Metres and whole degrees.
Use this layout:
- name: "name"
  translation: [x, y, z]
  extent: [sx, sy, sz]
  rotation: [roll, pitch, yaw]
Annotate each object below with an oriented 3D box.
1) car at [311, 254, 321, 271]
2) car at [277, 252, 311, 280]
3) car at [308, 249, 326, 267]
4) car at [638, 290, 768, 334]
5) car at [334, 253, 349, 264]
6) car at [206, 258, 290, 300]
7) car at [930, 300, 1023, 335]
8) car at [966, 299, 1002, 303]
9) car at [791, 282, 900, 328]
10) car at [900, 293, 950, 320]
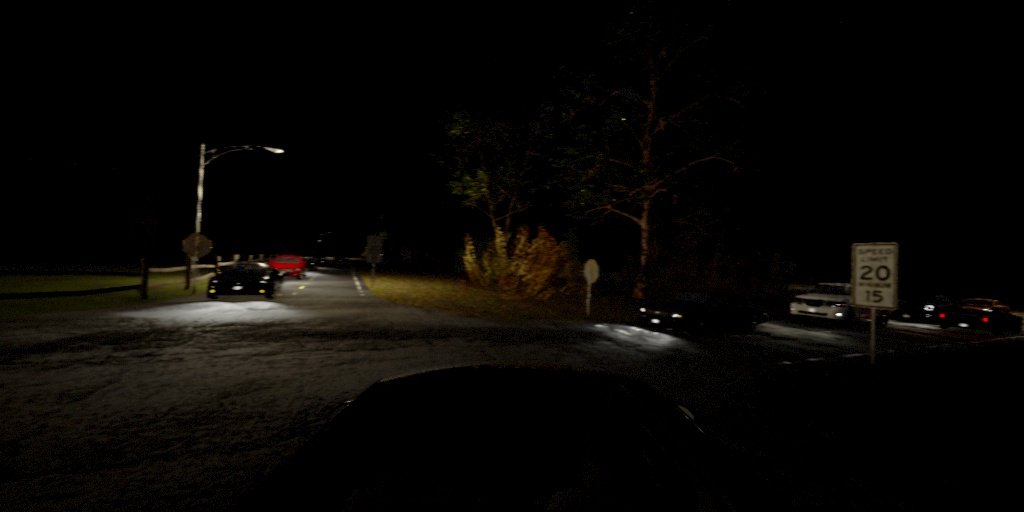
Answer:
- name: "car"
  translation: [-20.034, 0.713, 34.834]
  extent: [1.895, 1.301, 4.718]
  rotation: [3, -1, -25]
- name: "car"
  translation: [-15.171, 0.715, 24.407]
  extent: [1.882, 1.535, 5.008]
  rotation: [3, 0, -25]
- name: "car"
  translation: [-24.785, 0.217, 45.248]
  extent: [2.150, 2.045, 5.566]
  rotation: [3, -1, -25]
- name: "car"
  translation: [7.322, 2.018, 13.524]
  extent: [5.357, 1.411, 2.033]
  rotation: [4, -2, -26]
- name: "car"
  translation: [-27.379, 0.362, 57.534]
  extent: [2.097, 1.767, 4.553]
  rotation: [3, -1, -25]
- name: "car"
  translation: [-10.602, 0.921, 14.553]
  extent: [1.994, 1.385, 4.181]
  rotation: [3, -1, -26]
- name: "car"
  translation: [23.432, 3.119, 17.949]
  extent: [4.718, 1.301, 1.895]
  rotation: [4, -2, -25]
- name: "car"
  translation: [34.676, 3.898, 26.502]
  extent: [5.008, 1.535, 1.882]
  rotation: [4, -2, -25]
- name: "car"
  translation: [16.515, 2.347, 17.926]
  extent: [5.566, 2.045, 2.150]
  rotation: [4, -2, -25]
- name: "car"
  translation: [25.297, 3.104, 22.090]
  extent: [4.553, 1.767, 2.097]
  rotation: [4, -2, -25]
